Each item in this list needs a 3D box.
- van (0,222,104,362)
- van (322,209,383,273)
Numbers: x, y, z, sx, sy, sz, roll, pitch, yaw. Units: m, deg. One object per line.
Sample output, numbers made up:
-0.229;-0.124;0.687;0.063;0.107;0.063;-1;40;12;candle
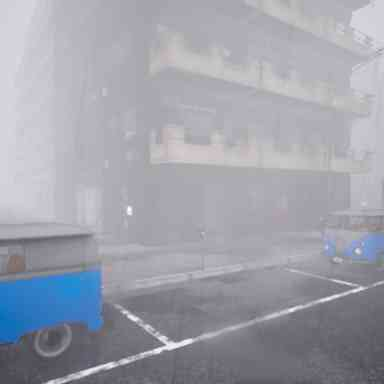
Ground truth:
-3.188;1.340;4.303;3.998;1.788;1.690;1;-1;-35;van
5.902;1.452;10.781;3.998;1.788;1.690;1;-1;-35;van
